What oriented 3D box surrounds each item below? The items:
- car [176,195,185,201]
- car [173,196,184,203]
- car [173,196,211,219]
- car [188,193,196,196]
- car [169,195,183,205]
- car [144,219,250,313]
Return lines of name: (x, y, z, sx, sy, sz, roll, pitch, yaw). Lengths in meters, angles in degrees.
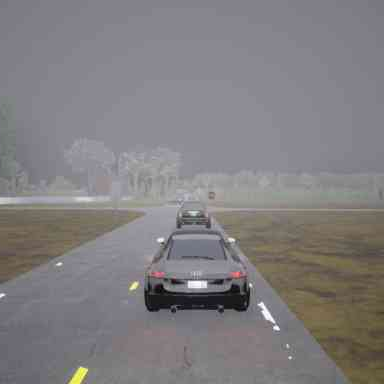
car: (-2.772, 1.491, 81.946, 1.994, 1.385, 4.181, 0, 0, 0)
car: (-2.769, 1.518, 69.517, 1.994, 1.385, 4.181, 0, 0, 0)
car: (0.095, 1.354, 22.004, 2.097, 1.767, 4.553, 0, 0, 0)
car: (-0.024, 1.466, 90.373, 1.994, 1.385, 4.181, 0, 0, 0)
car: (-2.845, 1.326, 58.015, 2.097, 1.767, 4.553, 0, 0, 0)
car: (0.098, 1.566, 7.740, 1.994, 1.385, 4.181, 0, 0, 0)
